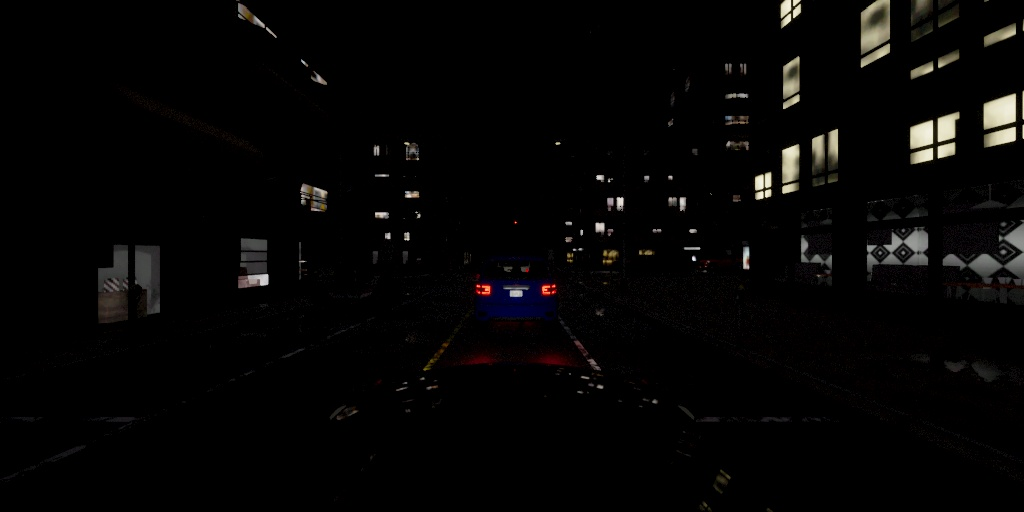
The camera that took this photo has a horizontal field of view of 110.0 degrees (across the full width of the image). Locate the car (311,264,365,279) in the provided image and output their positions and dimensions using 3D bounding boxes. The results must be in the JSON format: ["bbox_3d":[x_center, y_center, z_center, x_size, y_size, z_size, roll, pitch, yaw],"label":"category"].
[{"bbox_3d":[-17.790,1.584,36.763,4.674,1.442,1.812,-1,0,0],"label":"car"}]

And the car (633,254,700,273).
[{"bbox_3d":[14.725,0.778,34.439,5.009,1.841,2.192,0,0,0],"label":"car"}]

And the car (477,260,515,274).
[{"bbox_3d":[-1.848,1.264,42.687,1.837,1.490,4.892,1,1,35],"label":"car"}]

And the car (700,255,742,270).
[{"bbox_3d":[23.400,0.642,40.301,4.553,1.767,2.097,-1,0,-1],"label":"car"}]

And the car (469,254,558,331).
[{"bbox_3d":[0.103,0.971,11.062,2.150,2.045,5.566,0,0,0],"label":"car"}]

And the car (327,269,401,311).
[{"bbox_3d":[-5.734,1.332,14.468,1.802,1.307,4.207,0,0,0],"label":"car"}]

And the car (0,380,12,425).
[{"bbox_3d":[-5.689,1.300,1.551,2.007,1.370,4.403,0,0,0],"label":"car"}]

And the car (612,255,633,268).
[{"bbox_3d":[14.594,0.764,42.819,5.009,1.841,2.192,0,0,0],"label":"car"}]

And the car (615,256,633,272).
[{"bbox_3d":[14.435,0.983,40.208,4.674,1.442,1.812,-1,0,-1],"label":"car"}]

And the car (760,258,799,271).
[{"bbox_3d":[25.819,0.822,34.531,4.313,1.339,1.948,0,0,0],"label":"car"}]
